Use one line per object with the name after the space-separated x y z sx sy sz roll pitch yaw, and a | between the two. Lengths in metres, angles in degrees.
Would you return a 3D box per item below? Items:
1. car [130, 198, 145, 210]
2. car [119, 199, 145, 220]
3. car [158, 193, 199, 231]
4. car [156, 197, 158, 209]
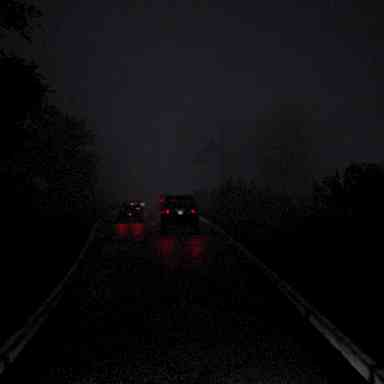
-7.024 1.537 43.024 1.895 1.301 4.718 0 0 -9 | car
-4.891 1.453 27.201 2.128 1.511 4.902 0 0 -7 | car
-0.824 1.195 20.611 2.150 2.045 5.566 0 0 -4 | car
-3.281 1.157 41.633 2.150 2.045 5.566 0 -1 -8 | car
